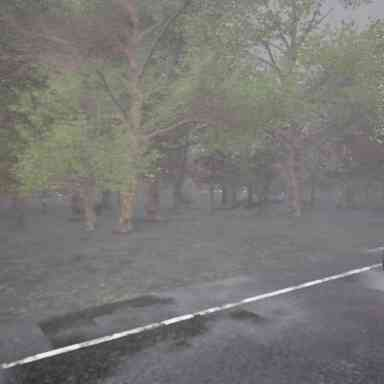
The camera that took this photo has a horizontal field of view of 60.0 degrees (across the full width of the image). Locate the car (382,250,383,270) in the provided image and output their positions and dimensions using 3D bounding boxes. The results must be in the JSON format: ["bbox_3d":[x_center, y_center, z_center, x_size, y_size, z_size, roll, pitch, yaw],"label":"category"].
[{"bbox_3d":[7.126,1.318,8.903,4.553,1.767,2.097,0,0,-35],"label":"car"}]
